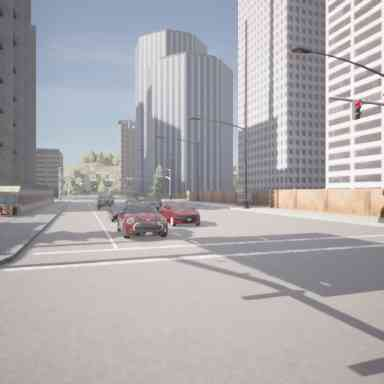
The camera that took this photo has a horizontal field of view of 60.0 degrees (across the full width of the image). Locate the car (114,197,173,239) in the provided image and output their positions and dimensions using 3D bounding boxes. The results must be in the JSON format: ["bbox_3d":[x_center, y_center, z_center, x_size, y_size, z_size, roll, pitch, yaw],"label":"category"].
[{"bbox_3d":[-2.718,1.357,17.632,2.097,1.767,4.553,0,0,-18],"label":"car"}]

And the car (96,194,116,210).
[{"bbox_3d":[-11.264,1.233,43.460,2.150,2.045,5.566,0,0,-18],"label":"car"}]

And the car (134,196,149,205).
[{"bbox_3d":[-9.086,1.542,59.345,1.812,1.442,4.674,0,0,-18],"label":"car"}]

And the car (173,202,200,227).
[{"bbox_3d":[-0.942,1.485,23.385,1.882,1.535,5.008,0,0,-18],"label":"car"}]

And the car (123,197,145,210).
[{"bbox_3d":[-7.644,1.504,43.652,2.128,1.511,4.902,0,0,-18],"label":"car"}]

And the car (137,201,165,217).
[{"bbox_3d":[-4.186,1.611,33.165,1.895,1.301,4.718,0,0,-18],"label":"car"}]

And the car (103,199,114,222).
[{"bbox_3d":[-5.705,1.555,26.623,2.033,1.411,5.357,0,0,-18],"label":"car"}]
